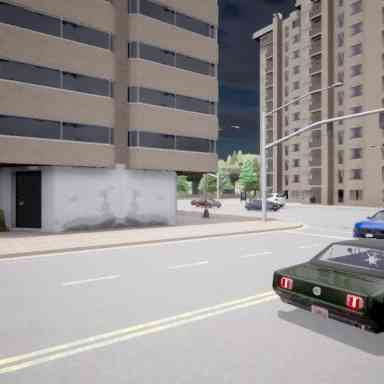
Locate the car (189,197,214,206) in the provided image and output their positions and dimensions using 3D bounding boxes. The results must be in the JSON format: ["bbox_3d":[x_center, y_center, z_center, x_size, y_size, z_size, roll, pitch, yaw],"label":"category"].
[{"bbox_3d":[1.536,1.564,54.371,1.994,1.385,4.181,0,0,-36],"label":"car"}]

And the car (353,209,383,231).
[{"bbox_3d":[9.115,1.477,14.754,5.008,1.535,1.882,0,0,-35],"label":"car"}]

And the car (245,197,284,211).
[{"bbox_3d":[8.172,1.564,38.938,1.994,1.385,4.181,0,0,-36],"label":"car"}]

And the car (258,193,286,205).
[{"bbox_3d":[10.744,1.221,47.609,2.150,2.045,5.566,0,0,-35],"label":"car"}]

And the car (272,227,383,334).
[{"bbox_3d":[3.839,1.601,6.516,4.718,1.301,1.895,0,0,-35],"label":"car"}]

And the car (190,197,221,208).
[{"bbox_3d":[2.161,1.526,47.251,1.812,1.442,4.674,0,0,-36],"label":"car"}]
